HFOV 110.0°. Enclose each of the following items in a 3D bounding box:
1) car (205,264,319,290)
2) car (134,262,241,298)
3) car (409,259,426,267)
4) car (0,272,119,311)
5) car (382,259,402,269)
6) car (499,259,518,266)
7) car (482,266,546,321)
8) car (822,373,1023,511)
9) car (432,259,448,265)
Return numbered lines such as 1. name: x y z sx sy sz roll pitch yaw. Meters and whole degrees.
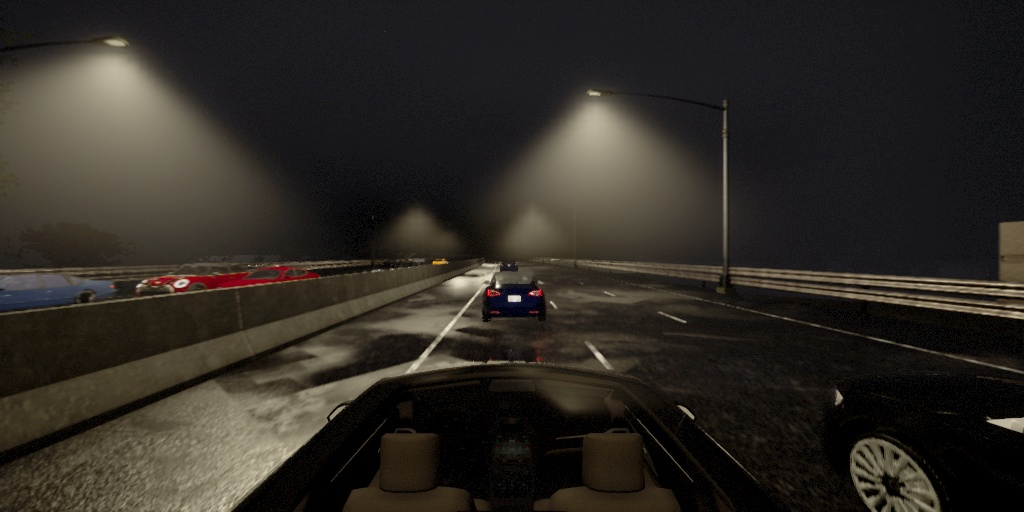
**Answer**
1. car: -10.669 1.229 16.154 1.882 1.535 5.008 0 0 0
2. car: -14.172 1.104 16.377 2.097 1.767 4.553 0 0 -1
3. car: -14.934 1.220 57.099 2.128 1.511 4.902 0 0 -1
4. car: -17.639 1.301 12.770 2.033 1.411 5.357 0 0 0
5. car: -18.373 1.209 55.095 1.882 1.535 5.008 0 0 -1
6. car: -0.373 1.090 42.009 2.097 1.767 4.553 0 0 -1
7. car: 0.057 1.253 12.498 2.163 1.488 4.792 0 0 0
8. car: 3.593 1.241 1.075 2.128 1.511 4.902 0 0 0
9. car: -11.439 1.205 57.224 1.882 1.535 5.008 0 0 -1
